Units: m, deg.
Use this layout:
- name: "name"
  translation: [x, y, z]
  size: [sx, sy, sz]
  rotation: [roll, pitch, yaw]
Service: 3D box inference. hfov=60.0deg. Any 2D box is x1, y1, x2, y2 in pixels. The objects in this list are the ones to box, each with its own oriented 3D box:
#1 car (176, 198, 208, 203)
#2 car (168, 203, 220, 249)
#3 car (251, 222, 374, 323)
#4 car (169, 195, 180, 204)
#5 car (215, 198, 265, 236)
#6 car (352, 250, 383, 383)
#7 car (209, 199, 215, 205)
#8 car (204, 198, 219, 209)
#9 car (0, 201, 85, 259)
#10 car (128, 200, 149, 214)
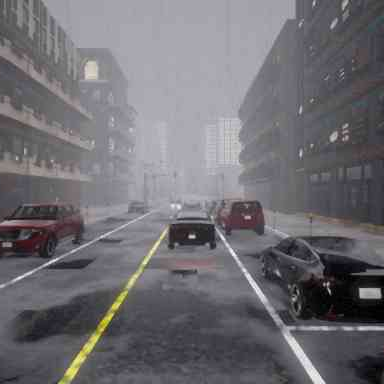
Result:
- name: "car"
  translation: [0.000, 1.502, 29.650]
  size: [2.128, 1.511, 4.902]
  rotation: [0, 0, 0]
- name: "car"
  translation: [0.000, 1.486, 14.649]
  size: [1.882, 1.535, 5.008]
  rotation: [0, 0, 0]
- name: "car"
  translation: [2.693, 1.565, 7.105]
  size: [1.947, 1.339, 4.313]
  rotation: [0, 0, 0]
- name: "car"
  translation: [-3.000, 1.568, 63.651]
  size: [2.128, 1.511, 4.902]
  rotation: [0, 0, 0]
- name: "car"
  translation: [2.694, 1.316, 18.435]
  size: [2.192, 1.841, 5.009]
  rotation: [0, 0, 0]
- name: "car"
  translation: [2.694, 1.439, 1.440]
  size: [1.967, 1.590, 4.097]
  rotation: [0, 0, 0]
- name: "car"
  translation: [2.693, 1.317, 24.101]
  size: [2.192, 1.841, 5.009]
  rotation: [0, 0, 0]
- name: "car"
  translation: [2.693, 1.604, 46.759]
  size: [1.802, 1.307, 4.206]
  rotation: [0, 0, 0]
- name: "car"
  translation: [-5.686, 1.314, 12.771]
  size: [2.192, 1.841, 5.009]
  rotation: [0, 0, 0]
- name: "car"
  translation: [-5.687, 1.554, 35.429]
  size: [1.887, 1.381, 4.507]
  rotation: [0, 0, 0]
